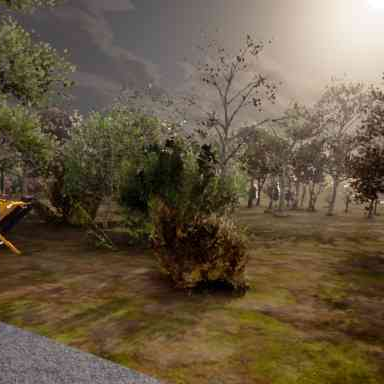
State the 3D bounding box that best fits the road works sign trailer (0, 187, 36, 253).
[{"bbox_3d":[-7.412,1.194,13.061,2.880,2.380,3.560,46,-7,-7],"label":"road works sign trailer"}]
